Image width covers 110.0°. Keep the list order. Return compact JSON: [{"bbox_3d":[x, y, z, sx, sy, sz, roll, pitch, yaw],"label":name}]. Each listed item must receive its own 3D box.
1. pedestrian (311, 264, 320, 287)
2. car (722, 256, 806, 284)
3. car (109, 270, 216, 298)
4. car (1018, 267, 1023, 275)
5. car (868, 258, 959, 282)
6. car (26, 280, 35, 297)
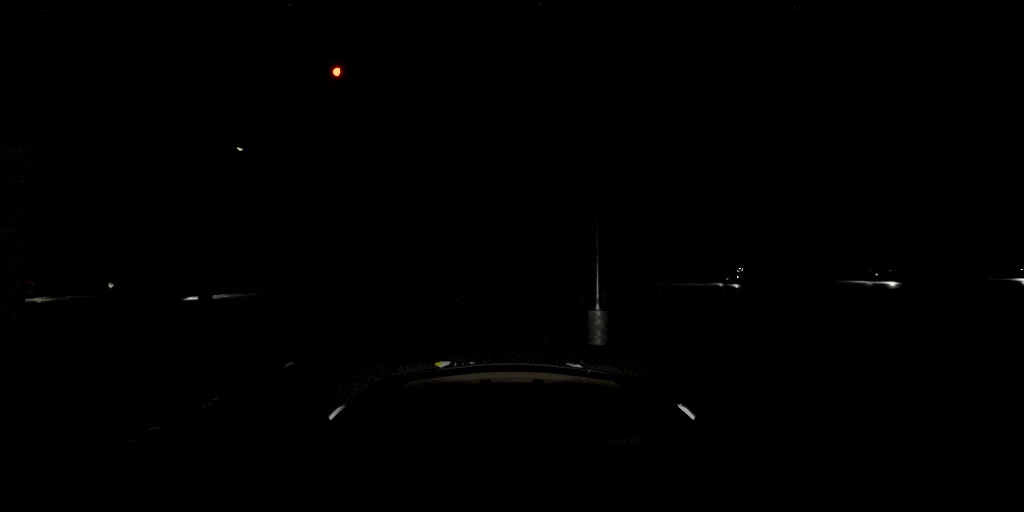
[{"bbox_3d":[-15.058,1.466,27.397,0.375,1.860,0.375,0,-1,0],"label":"pedestrian"},{"bbox_3d":[16.283,0.875,23.422,4.553,1.767,2.097,-1,-2,0],"label":"car"},{"bbox_3d":[-19.184,1.481,19.804,4.892,1.490,1.837,-1,-2,0],"label":"car"},{"bbox_3d":[36.727,0.752,23.358,5.357,1.411,2.033,-1,-2,0],"label":"car"},{"bbox_3d":[26.133,0.891,23.394,4.674,1.442,1.812,-1,-2,1],"label":"car"},{"bbox_3d":[-29.650,1.581,19.833,5.008,1.535,1.882,-1,-2,0],"label":"car"}]
